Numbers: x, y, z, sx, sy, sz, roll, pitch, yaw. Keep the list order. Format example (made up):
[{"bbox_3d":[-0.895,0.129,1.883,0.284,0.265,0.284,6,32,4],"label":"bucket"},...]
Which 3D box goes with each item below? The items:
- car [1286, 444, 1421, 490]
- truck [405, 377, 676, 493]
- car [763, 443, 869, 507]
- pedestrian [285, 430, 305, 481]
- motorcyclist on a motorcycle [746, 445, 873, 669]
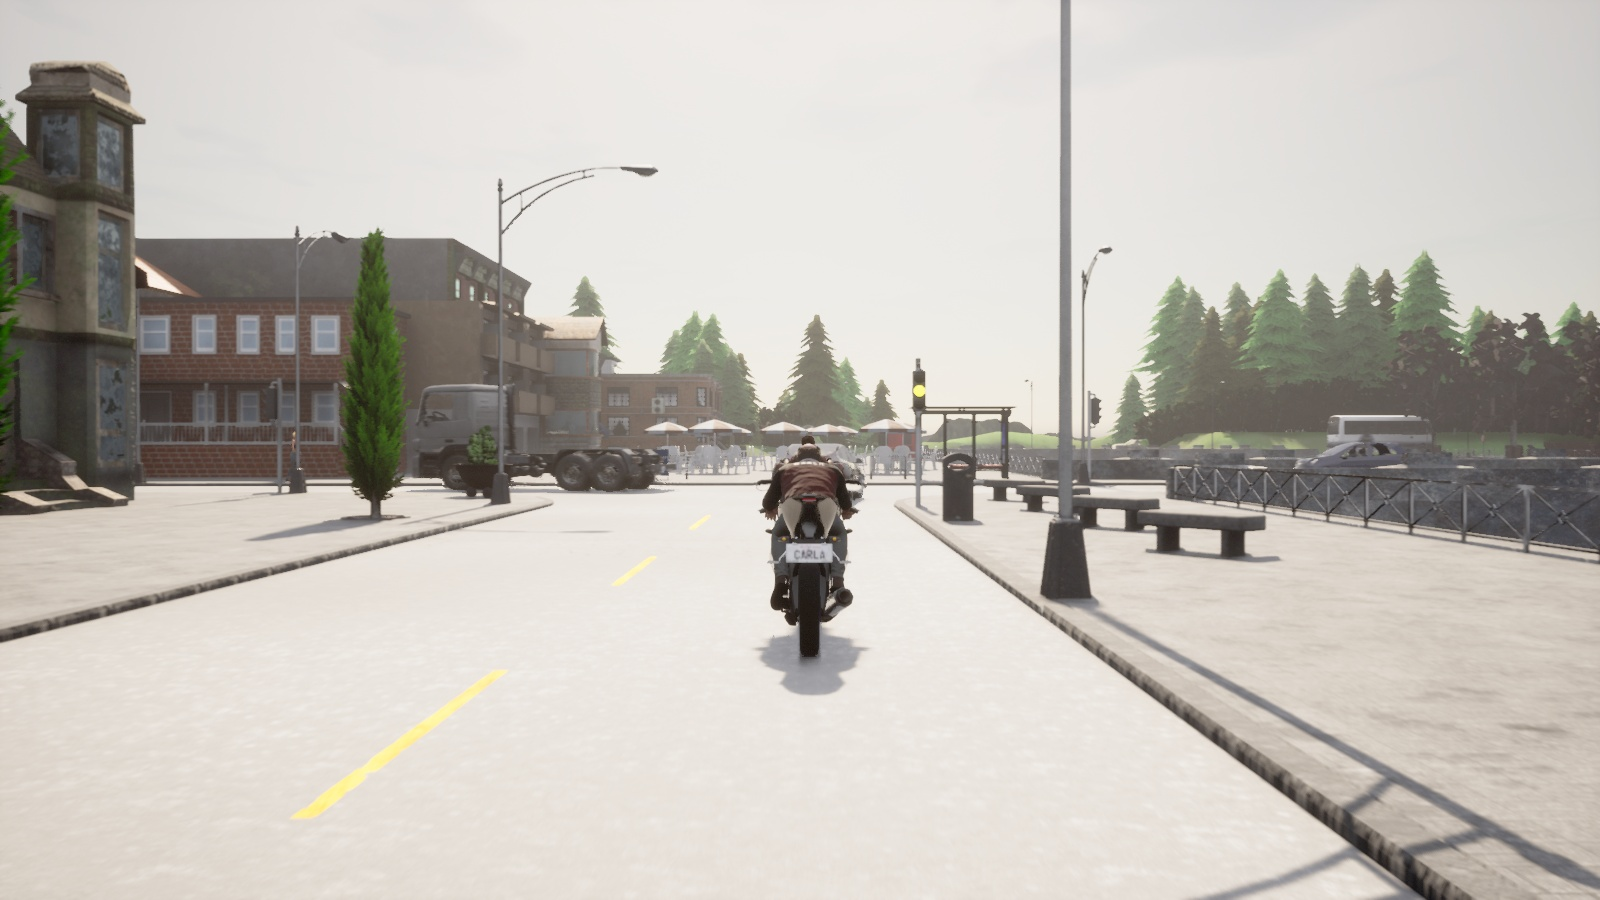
[{"bbox_3d":[18.166,0.542,41.307,3.633,1.501,1.845,0,0,0],"label":"car"},{"bbox_3d":[-8.168,-0.467,39.809,7.936,3.462,2.891,0,0,13],"label":"truck"},{"bbox_3d":[0.496,0.567,31.894,2.163,1.488,4.792,0,0,7],"label":"car"},{"bbox_3d":[-18.307,0.185,45.551,0.594,1.836,0.345,0,0,5],"label":"pedestrian"},{"bbox_3d":[0.069,0.727,9.684,0.866,1.530,2.191,0,0,0],"label":"motorcyclist on a motorcycle"}]
